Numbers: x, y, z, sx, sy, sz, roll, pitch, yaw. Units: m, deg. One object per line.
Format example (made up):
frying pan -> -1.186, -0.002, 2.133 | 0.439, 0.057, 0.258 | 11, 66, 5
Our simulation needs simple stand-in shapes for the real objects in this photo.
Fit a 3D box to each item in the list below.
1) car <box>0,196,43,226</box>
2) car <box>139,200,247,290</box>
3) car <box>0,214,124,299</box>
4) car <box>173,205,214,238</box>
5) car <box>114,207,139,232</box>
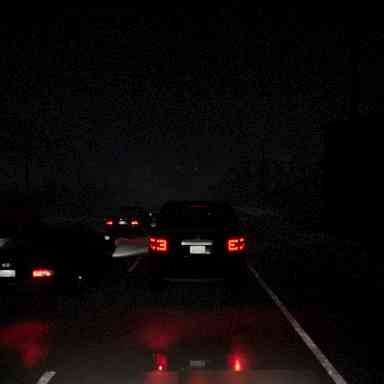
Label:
car -> -10.518, 1.226, 18.840 | 2.150, 2.045, 5.566 | 0, 0, 0
car -> 0.095, 1.221, 9.188 | 2.150, 2.045, 5.566 | 0, 0, 0
car -> -3.410, 1.547, 8.648 | 2.033, 1.411, 5.357 | 0, 0, 0
car -> 0.091, 1.547, 19.119 | 2.033, 1.411, 5.357 | 0, 0, 0
car -> -3.412, 1.547, 18.719 | 2.033, 1.411, 5.357 | 0, 0, 0
